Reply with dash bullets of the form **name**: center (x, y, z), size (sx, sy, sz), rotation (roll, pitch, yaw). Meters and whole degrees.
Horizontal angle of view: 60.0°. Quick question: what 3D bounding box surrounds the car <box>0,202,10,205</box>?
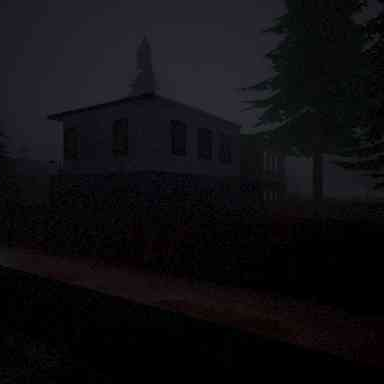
- **car**: center (-16.612, 1.485, 26.466), size (1.837, 1.490, 4.892), rotation (0, 0, 29)
